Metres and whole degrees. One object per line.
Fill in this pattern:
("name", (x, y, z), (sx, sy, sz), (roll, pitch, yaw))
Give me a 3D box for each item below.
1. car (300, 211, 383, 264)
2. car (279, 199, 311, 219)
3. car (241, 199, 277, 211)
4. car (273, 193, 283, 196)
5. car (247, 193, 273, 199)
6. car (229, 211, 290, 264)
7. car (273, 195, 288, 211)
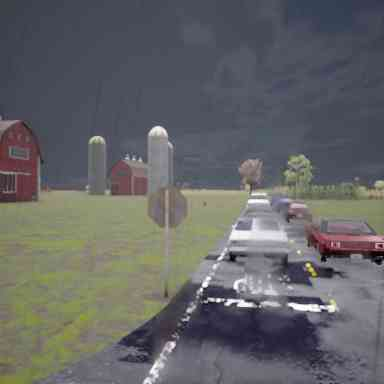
("car", (5.251, 1.586, 11.880), (1.895, 1.301, 4.718), (0, 0, 11))
("car", (8.003, 1.492, 25.485), (1.812, 1.442, 4.674), (0, 0, 11))
("car", (4.440, 1.480, 22.145), (1.837, 1.490, 4.892), (0, 0, 11))
("car", (13.681, 1.138, 53.307), (2.150, 2.045, 5.566), (0, 0, 12))
("car", (6.866, 1.176, 34.213), (2.150, 2.045, 5.566), (0, 0, 12))
("car", (2.389, 1.588, 12.101), (1.895, 1.301, 4.718), (0, 0, 10))
("car", (10.145, 1.428, 36.178), (1.882, 1.535, 5.008), (0, 0, 11))
